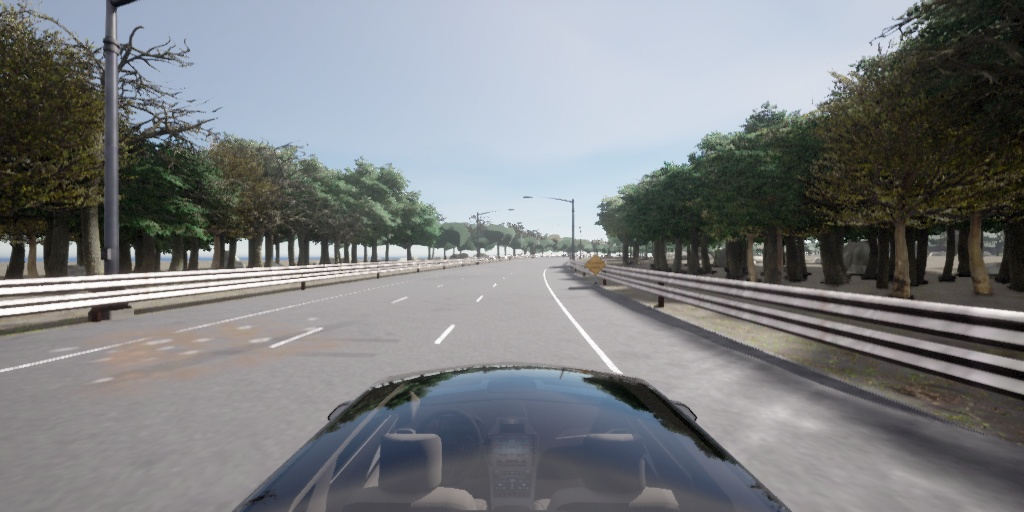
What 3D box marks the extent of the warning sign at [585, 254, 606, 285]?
[{"bbox_3d":[5.067,0.821,21.750,1.300,1.860,1.060,0,0,3],"label":"warning sign"}]
